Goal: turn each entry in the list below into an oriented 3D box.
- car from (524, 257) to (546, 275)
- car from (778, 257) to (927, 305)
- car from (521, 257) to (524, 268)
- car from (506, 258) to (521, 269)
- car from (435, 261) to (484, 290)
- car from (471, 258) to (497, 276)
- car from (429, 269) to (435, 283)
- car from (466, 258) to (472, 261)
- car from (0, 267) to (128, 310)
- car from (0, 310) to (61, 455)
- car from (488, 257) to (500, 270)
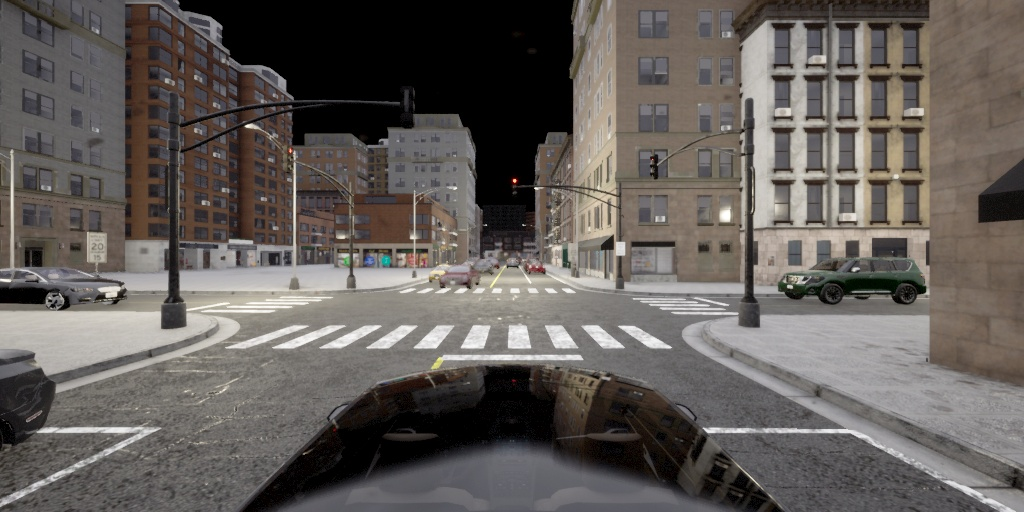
[{"bbox_3d":[2.651,1.191,39.839,1.967,1.591,4.097,0,0,0],"label":"car"},{"bbox_3d":[15.349,1.056,16.324,5.566,2.045,2.150,0,0,-2],"label":"car"},{"bbox_3d":[2.654,1.066,45.501,2.192,1.841,5.009,0,0,0],"label":"car"},{"bbox_3d":[0.115,1.317,58.569,1.994,1.385,4.181,0,0,1],"label":"car"},{"bbox_3d":[-3.198,1.276,22.829,1.812,1.442,4.674,0,0,5],"label":"car"},{"bbox_3d":[-2.834,1.254,37.351,1.837,1.490,4.892,0,0,0],"label":"car"},{"bbox_3d":[-5.378,1.276,28.349,1.751,1.417,4.829,0,0,0],"label":"car"},{"bbox_3d":[-5.372,1.302,45.505,2.007,1.370,4.403,0,0,0],"label":"car"},{"bbox_3d":[-17.278,1.162,13.342,4.902,1.511,2.128,0,0,2],"label":"car"},{"bbox_3d":[-5.388,1.300,1.673,2.007,1.370,4.403,0,0,0],"label":"car"},{"bbox_3d":[-2.805,1.230,53.546,1.882,1.535,5.008,0,0,0],"label":"car"}]
